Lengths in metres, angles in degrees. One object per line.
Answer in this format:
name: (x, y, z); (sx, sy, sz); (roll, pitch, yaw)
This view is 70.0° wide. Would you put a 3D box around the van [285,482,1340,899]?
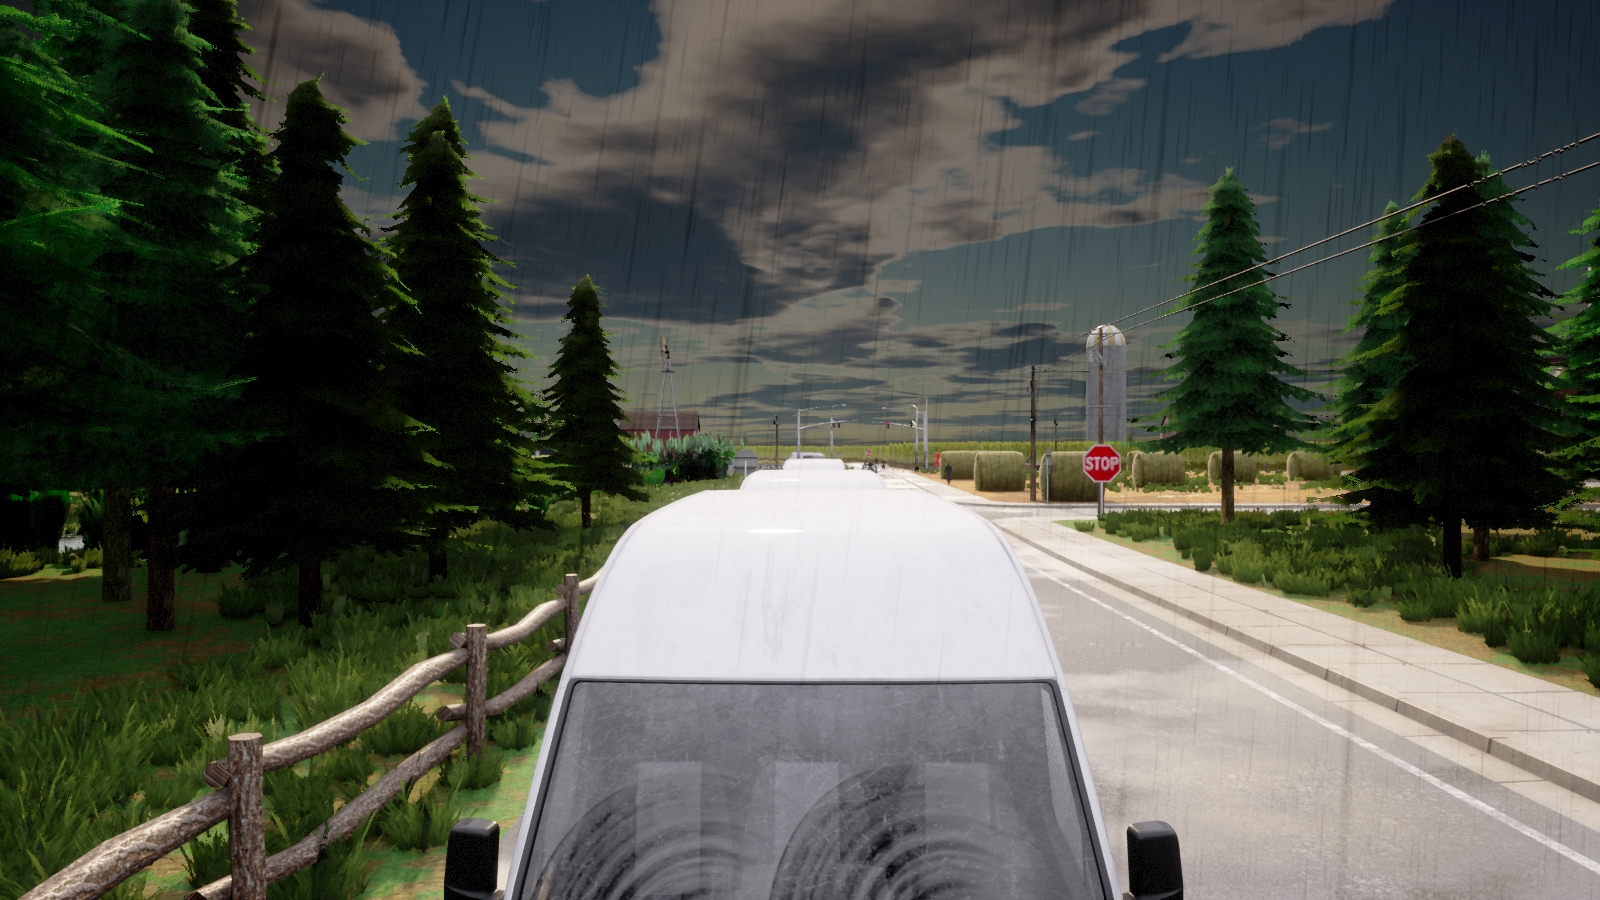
van: (0.056, 1.508, 5.110); (1.988, 2.561, 5.915); (0, 0, 1)
